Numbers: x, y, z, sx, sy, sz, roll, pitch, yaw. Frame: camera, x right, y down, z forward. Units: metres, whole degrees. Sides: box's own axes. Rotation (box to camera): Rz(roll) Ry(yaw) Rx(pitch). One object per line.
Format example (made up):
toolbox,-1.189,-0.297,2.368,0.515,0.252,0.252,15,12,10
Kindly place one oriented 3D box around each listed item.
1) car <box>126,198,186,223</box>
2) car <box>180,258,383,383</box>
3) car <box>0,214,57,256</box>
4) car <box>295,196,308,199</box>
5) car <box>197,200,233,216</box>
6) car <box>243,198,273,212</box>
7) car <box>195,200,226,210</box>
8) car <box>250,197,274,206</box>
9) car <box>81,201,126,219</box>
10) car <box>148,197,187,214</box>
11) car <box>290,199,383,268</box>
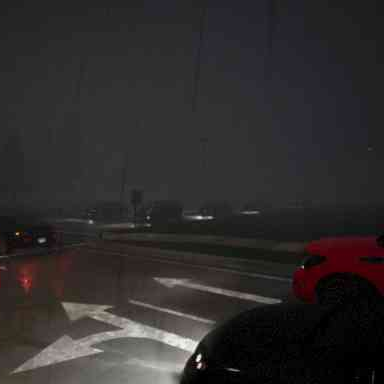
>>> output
car,-2.665,1.464,26.779,2.097,1.767,4.553,0,0,36
car,1.937,1.563,2.608,4.181,1.385,1.994,0,0,36
car,-7.391,1.613,13.561,4.674,1.442,1.812,0,0,36
car,17.821,1.459,54.653,2.097,1.767,4.553,0,0,37
car,2.420,1.675,33.731,1.994,1.385,4.181,0,0,37
car,8.388,1.658,41.878,2.033,1.411,5.357,0,0,36
car,2.626,1.755,45.853,1.895,1.301,4.718,0,0,36
car,12.489,1.701,59.210,2.033,1.411,5.357,0,0,37
car,-8.092,1.661,31.222,1.837,1.490,4.892,0,0,36
car,-2.764,1.508,38.501,2.097,1.767,4.553,0,0,36
car,4.478,1.218,5.093,5.566,2.045,2.150,0,0,36
